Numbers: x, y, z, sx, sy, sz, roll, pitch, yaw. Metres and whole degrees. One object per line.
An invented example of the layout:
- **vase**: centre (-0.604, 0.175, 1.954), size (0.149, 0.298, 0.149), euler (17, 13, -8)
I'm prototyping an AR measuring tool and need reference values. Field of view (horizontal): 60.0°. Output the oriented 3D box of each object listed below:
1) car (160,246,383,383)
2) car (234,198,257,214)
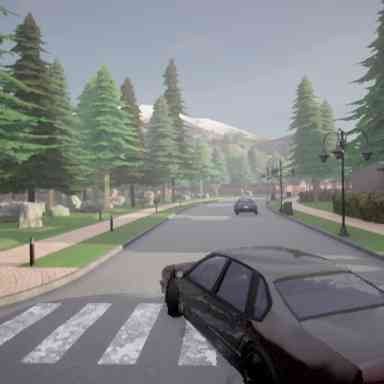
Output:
- **car**: centre (1.028, 1.551, 4.919), size (2.033, 1.411, 5.357), euler (-1, -1, -20)
- **car**: centre (4.928, 1.248, 30.771), size (1.994, 1.385, 4.181), euler (-1, 1, 6)
